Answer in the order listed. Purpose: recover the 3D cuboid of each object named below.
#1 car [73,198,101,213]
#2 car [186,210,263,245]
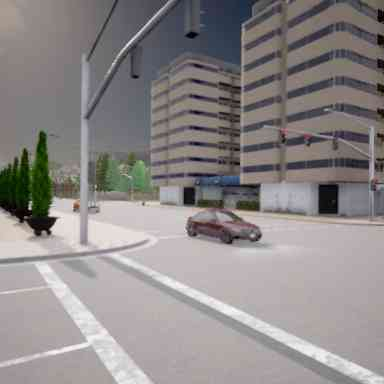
[{"bbox_3d":[-11.796,1.402,37.350,2.097,1.767,4.553,1,0,-32],"label":"car"},{"bbox_3d":[1.406,1.633,16.450,1.812,1.442,4.674,1,0,-32],"label":"car"}]
